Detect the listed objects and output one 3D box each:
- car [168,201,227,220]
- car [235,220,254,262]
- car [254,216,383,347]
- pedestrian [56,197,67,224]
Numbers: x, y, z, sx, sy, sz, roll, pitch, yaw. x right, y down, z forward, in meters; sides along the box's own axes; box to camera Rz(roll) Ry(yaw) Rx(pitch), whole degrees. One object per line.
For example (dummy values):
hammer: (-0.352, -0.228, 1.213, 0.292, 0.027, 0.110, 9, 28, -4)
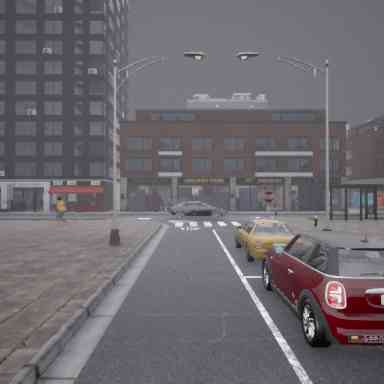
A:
car: (0.471, 1.488, 27.852, 4.902, 1.511, 2.128, 0, 0, -1)
car: (2.575, 1.529, 11.921, 1.752, 1.417, 4.829, 0, 0, 0)
car: (2.609, 1.442, 6.313, 1.967, 1.590, 4.097, 0, 0, 0)
pedestrian: (-8.471, 1.158, 21.579, 0.375, 1.860, 0.375, 0, 0, 0)
